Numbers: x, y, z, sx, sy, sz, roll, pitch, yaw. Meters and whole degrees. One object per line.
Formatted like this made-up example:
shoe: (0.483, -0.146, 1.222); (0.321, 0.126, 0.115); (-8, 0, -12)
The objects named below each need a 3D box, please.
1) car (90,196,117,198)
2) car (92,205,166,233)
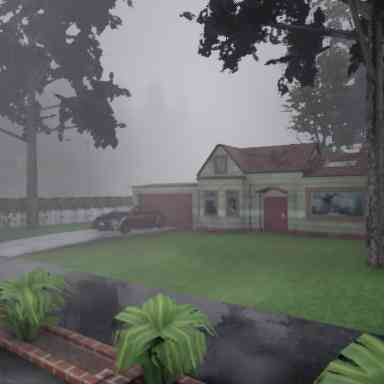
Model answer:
car: (-11.453, 1.480, 40.765); (2.150, 2.045, 5.566); (-1, 0, 36)
car: (-3.282, 1.402, 17.978); (1.994, 1.381, 4.181); (-1, 0, 35)
